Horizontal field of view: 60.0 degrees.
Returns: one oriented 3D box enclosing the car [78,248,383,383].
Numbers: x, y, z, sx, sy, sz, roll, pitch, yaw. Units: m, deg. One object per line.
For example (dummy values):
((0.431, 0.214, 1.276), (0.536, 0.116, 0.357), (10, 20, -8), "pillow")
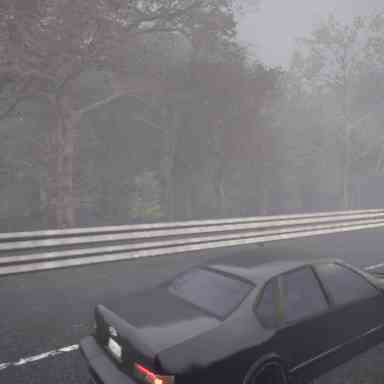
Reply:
((1.291, 1.543, 4.676), (5.357, 1.411, 2.033), (0, 0, -36), "car")
